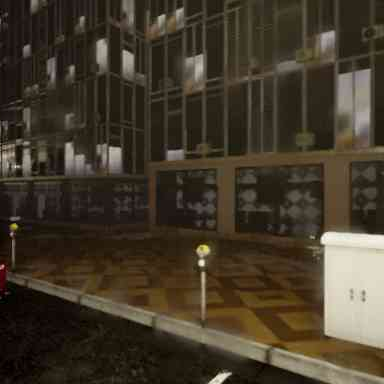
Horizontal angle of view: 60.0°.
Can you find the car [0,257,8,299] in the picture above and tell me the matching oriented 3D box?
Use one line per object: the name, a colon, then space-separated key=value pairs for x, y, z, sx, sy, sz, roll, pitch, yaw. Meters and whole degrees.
car: x=-5.554 y=1.519 z=6.836 sx=4.507 sy=1.381 sz=1.887 roll=0 pitch=0 yaw=35
